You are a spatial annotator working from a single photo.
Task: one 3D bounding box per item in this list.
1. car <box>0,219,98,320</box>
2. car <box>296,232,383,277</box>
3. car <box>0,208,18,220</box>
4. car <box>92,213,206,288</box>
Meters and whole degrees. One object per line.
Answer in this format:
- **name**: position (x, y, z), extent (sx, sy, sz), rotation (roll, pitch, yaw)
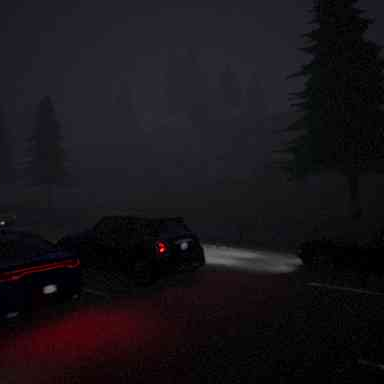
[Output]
- **car**: position (-4.466, 1.530, 7.179), extent (5.008, 1.535, 1.882), rotation (0, 0, 36)
- **car**: position (5.312, 1.606, 8.803), extent (4.718, 1.301, 1.895), rotation (-1, 0, 35)
- **car**: position (-13.791, 1.678, 22.430), extent (4.718, 1.301, 1.895), rotation (0, 0, 35)
- **car**: position (-1.924, 1.401, 9.666), extent (4.553, 1.767, 2.097), rotation (-1, 0, 35)
